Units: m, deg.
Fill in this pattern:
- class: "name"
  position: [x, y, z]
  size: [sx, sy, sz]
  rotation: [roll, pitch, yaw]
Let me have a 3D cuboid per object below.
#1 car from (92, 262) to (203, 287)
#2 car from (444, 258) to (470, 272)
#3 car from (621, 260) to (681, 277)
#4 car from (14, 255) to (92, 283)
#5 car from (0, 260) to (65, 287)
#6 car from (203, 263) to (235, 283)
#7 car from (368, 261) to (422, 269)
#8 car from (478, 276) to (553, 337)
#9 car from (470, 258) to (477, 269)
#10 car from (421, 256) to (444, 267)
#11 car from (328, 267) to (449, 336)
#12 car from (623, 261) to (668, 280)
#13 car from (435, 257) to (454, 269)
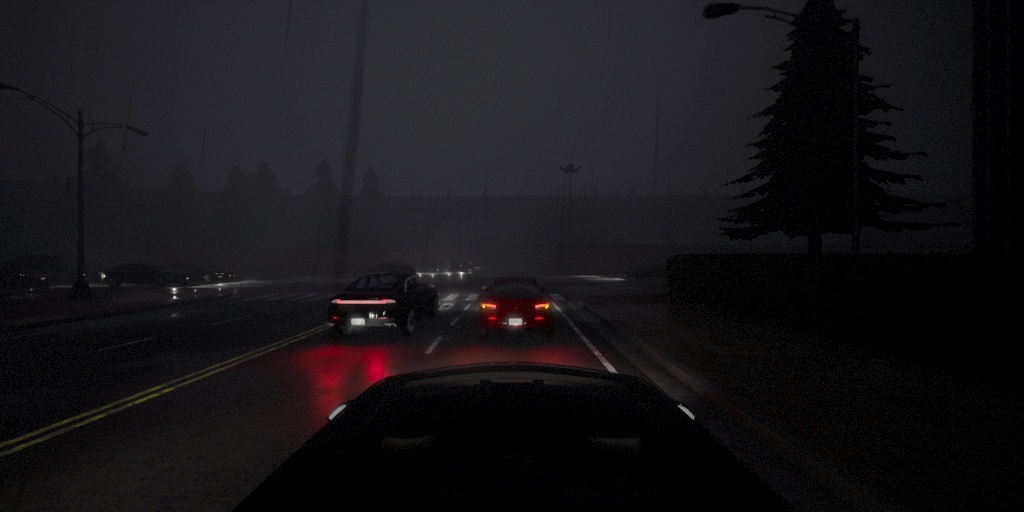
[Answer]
- class: "car"
  position: [-23.339, 1.199, 23.093]
  size: [4.892, 1.490, 1.837]
  rotation: [0, 0, 0]
- class: "car"
  position: [-7.087, 1.102, 46.688]
  size: [2.097, 1.767, 4.553]
  rotation: [0, 0, 0]
- class: "car"
  position: [13.069, 1.186, 33.907]
  size: [4.902, 1.511, 2.128]
  rotation: [0, 0, 0]
- class: "car"
  position: [-33.205, 0.915, 26.421]
  size: [5.566, 2.045, 2.150]
  rotation: [0, 0, -3]
- class: "car"
  position: [-32.588, 1.186, 22.911]
  size: [4.902, 1.511, 2.128]
  rotation: [0, 0, -3]
- class: "car"
  position: [-23.363, 1.199, 26.588]
  size: [4.892, 1.490, 1.837]
  rotation: [0, 0, -1]
- class: "car"
  position: [-9.435, 1.203, 27.537]
  size: [4.892, 1.490, 1.837]
  rotation: [0, -2, 38]
- class: "car"
  position: [0.085, 1.276, 10.149]
  size: [1.812, 1.442, 4.674]
  rotation: [0, 0, 0]
- class: "car"
  position: [-7.104, 1.102, 55.550]
  size: [2.097, 1.767, 4.553]
  rotation: [0, 0, -2]
- class: "car"
  position: [-10.585, 0.971, 47.028]
  size: [2.150, 2.045, 5.566]
  rotation: [0, 0, 0]
- class: "car"
  position: [-3.399, 1.241, 10.348]
  size: [2.128, 1.511, 4.902]
  rotation: [0, 0, 0]
- class: "car"
  position: [12.268, 1.242, 30.381]
  size: [5.357, 1.411, 2.033]
  rotation: [0, 0, 0]
- class: "car"
  position: [-10.583, 1.102, 56.690]
  size: [2.097, 1.767, 4.553]
  rotation: [0, 0, 0]
